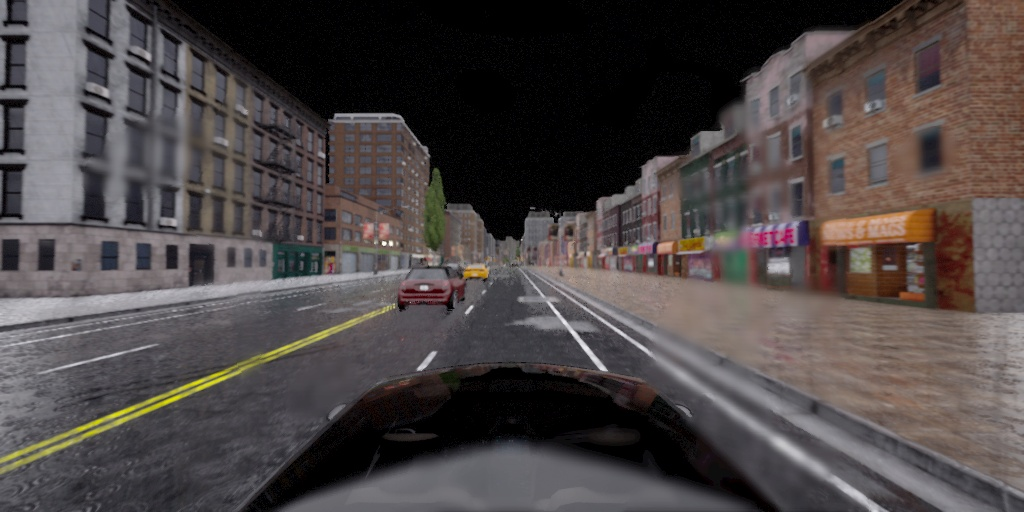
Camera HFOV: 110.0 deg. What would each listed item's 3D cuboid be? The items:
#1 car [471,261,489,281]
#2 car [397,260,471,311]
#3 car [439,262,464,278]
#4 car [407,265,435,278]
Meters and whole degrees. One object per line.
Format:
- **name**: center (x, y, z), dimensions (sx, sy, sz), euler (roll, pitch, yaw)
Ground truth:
- **car**: center (-3.158, 1.437, 32.912), dimensions (1.882, 1.535, 5.008), euler (0, -1, 0)
- **car**: center (-3.155, 1.170, 14.998), dimensions (2.097, 1.767, 4.553), euler (0, 0, 0)
- **car**: center (-6.600, 1.497, 39.370), dimensions (1.882, 1.535, 5.008), euler (0, -1, 0)
- **car**: center (-9.850, 1.619, 39.283), dimensions (1.895, 1.301, 4.718), euler (0, -1, 0)
